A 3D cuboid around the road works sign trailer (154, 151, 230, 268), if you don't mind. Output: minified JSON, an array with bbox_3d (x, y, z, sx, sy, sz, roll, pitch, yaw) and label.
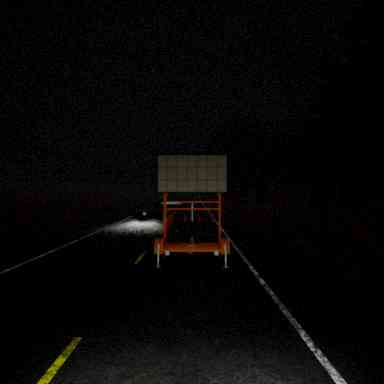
[{"bbox_3d":[0.013,0.444,11.212,2.380,3.560,2.880,0,0,1],"label":"road works sign trailer"}]

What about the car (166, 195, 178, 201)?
[{"bbox_3d":[-3.492,1.141,57.433,1.994,1.385,4.181,0,1,0],"label":"car"}]

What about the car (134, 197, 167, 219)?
[{"bbox_3d":[-3.596,1.375,27.665,2.128,1.511,4.902,0,1,0],"label":"car"}]
